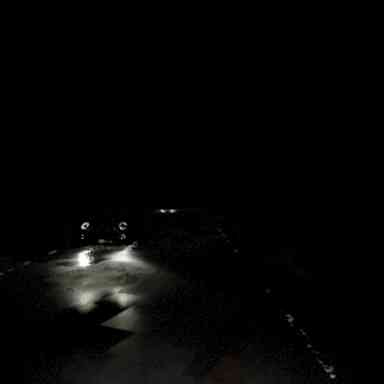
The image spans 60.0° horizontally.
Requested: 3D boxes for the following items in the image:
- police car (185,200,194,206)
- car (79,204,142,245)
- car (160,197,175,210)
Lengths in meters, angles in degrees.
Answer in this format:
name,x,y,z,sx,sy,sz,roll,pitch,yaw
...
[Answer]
name,x,y,z,sx,sy,sz,roll,pitch,yaw
police car,-0.343,3.125,95.412,1.930,1.638,5.238,0,-2,-2
car,-3.652,1.410,15.658,2.097,1.767,4.553,0,0,0
car,-4.119,1.928,56.497,2.150,2.045,5.566,0,-1,-1
